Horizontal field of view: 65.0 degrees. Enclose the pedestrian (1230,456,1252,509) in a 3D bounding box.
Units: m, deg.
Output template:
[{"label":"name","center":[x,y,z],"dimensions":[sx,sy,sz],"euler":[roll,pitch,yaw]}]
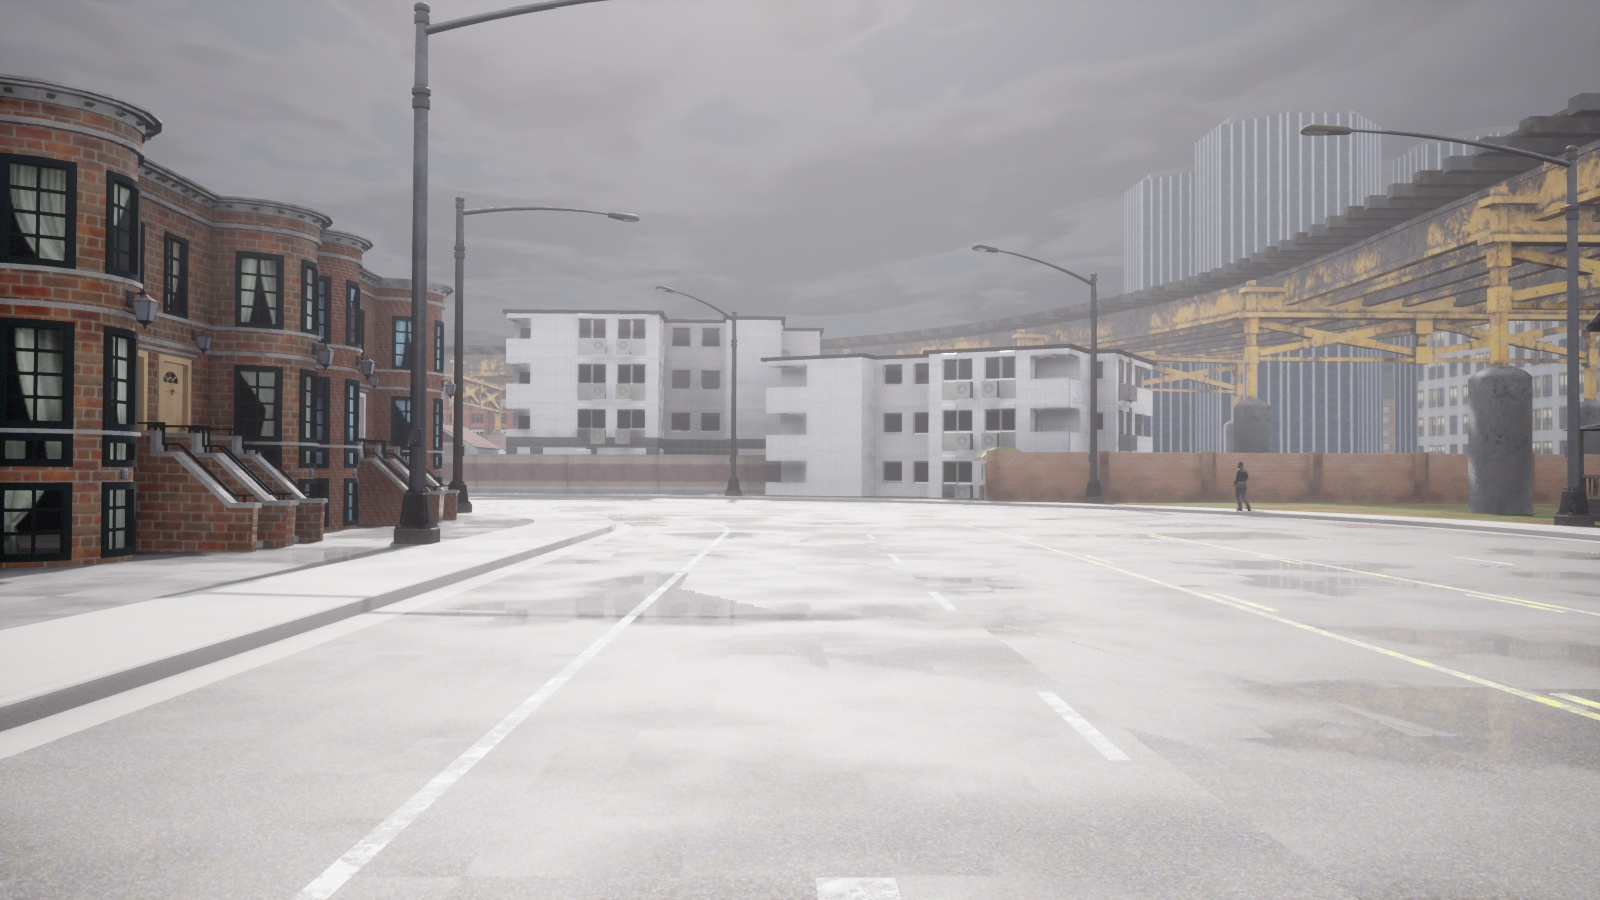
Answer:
[{"label":"pedestrian","center":[16.074,1.172,45.774],"dimensions":[0.402,1.930,0.666],"euler":[0,-1,-17]}]
